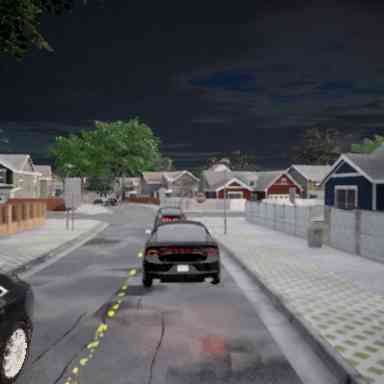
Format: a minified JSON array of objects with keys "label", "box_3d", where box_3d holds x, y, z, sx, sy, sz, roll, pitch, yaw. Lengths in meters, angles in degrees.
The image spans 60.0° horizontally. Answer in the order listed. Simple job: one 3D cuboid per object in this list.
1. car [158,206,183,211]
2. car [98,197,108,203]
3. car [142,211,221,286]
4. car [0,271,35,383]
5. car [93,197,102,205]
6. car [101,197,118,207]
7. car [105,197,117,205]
[{"label":"car","box_3d":[-1.325,1.632,19.933,1.837,1.490,4.892,0,0,-7]},{"label":"car","box_3d":[-22.613,1.989,84.750,1.812,1.442,4.674,0,0,-23]},{"label":"car","box_3d":[-0.357,1.536,9.687,1.882,1.535,5.008,0,-1,-4]},{"label":"car","box_3d":[-2.970,1.523,2.564,1.837,1.490,4.892,0,0,-1]},{"label":"car","box_3d":[-20.954,2.109,74.355,2.033,1.411,5.357,0,0,-25]},{"label":"car","box_3d":[-14.779,2.018,60.463,1.994,1.385,4.181,0,0,-21]},{"label":"car","box_3d":[-18.353,2.020,75.281,1.882,1.535,5.008,0,0,-24]}]
